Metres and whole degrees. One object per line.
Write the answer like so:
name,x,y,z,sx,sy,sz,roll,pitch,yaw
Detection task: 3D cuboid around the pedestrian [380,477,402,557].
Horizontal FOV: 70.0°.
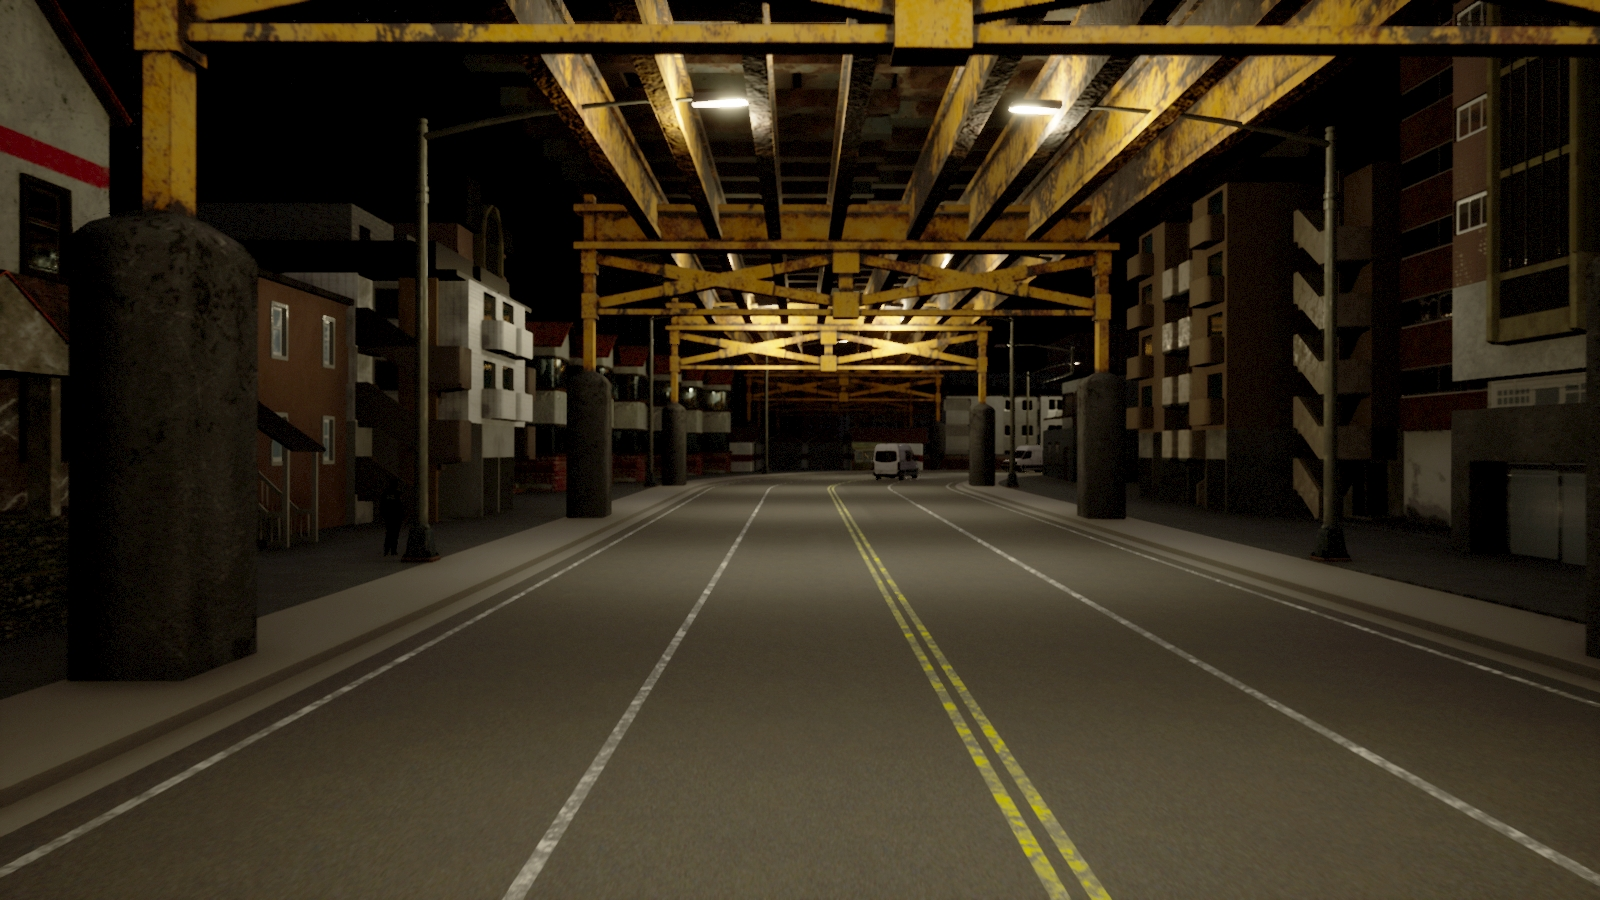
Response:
pedestrian,-9.712,1.580,27.114,0.375,1.860,0.375,0,0,2
